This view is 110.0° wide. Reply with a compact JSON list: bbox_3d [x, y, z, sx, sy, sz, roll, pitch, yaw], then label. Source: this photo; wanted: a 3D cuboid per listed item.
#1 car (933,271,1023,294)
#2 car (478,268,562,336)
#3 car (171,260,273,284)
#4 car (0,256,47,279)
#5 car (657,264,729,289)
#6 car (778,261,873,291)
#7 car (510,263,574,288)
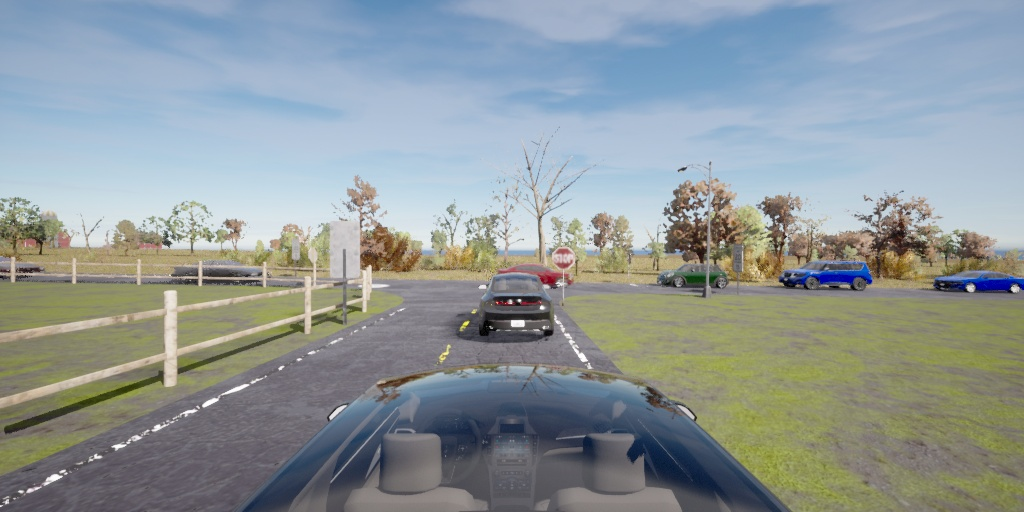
[{"bbox_3d":[33.398,1.819,25.729,5.008,1.535,1.882,1,1,0],"label":"car"},{"bbox_3d":[0.079,1.252,10.377,1.837,1.490,4.892,0,0,-1],"label":"car"},{"bbox_3d":[-18.516,0.987,23.004,5.357,1.411,2.033,1,1,0],"label":"car"},{"bbox_3d":[-33.609,0.698,23.061,5.357,1.411,2.033,1,1,1],"label":"car"},{"bbox_3d":[12.903,1.331,25.779,4.553,1.767,2.097,1,1,-1],"label":"car"},{"bbox_3d":[22.473,1.367,25.785,5.566,2.045,2.150,1,1,0],"label":"car"},{"bbox_3d":[1.452,1.234,22.940,5.008,1.535,1.882,1,0,0],"label":"car"}]
